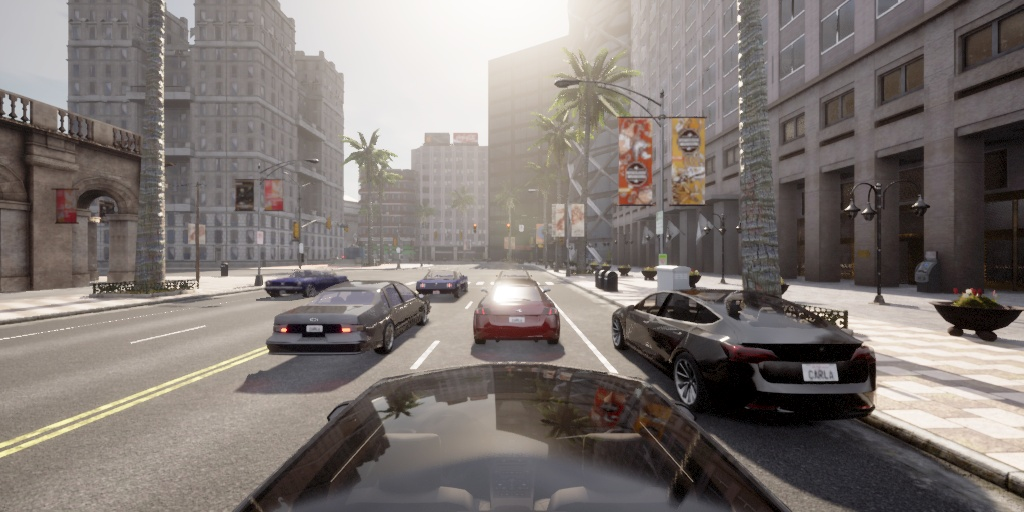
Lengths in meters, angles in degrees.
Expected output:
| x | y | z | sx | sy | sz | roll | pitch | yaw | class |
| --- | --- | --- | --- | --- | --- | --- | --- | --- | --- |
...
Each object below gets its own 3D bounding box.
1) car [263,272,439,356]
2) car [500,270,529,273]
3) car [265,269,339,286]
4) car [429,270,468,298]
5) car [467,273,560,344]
| x | y | z | sx | sy | sz | roll | pitch | yaw | class |
| --- | --- | --- | --- | --- | --- | --- | --- | --- | --- |
| -3.400 | 1.297 | 8.686 | 2.033 | 1.411 | 5.357 | 0 | 0 | 0 | car |
| 0.105 | 1.351 | 18.376 | 1.895 | 1.301 | 4.718 | 0 | 0 | 0 | car |
| -10.513 | 1.351 | 18.665 | 1.895 | 1.301 | 4.718 | 0 | 0 | 1 | car |
| -3.396 | 1.351 | 18.335 | 1.895 | 1.301 | 4.718 | 0 | 0 | 0 | car |
| 0.103 | 1.314 | 9.568 | 1.994 | 1.385 | 4.181 | 0 | 0 | 0 | car |
